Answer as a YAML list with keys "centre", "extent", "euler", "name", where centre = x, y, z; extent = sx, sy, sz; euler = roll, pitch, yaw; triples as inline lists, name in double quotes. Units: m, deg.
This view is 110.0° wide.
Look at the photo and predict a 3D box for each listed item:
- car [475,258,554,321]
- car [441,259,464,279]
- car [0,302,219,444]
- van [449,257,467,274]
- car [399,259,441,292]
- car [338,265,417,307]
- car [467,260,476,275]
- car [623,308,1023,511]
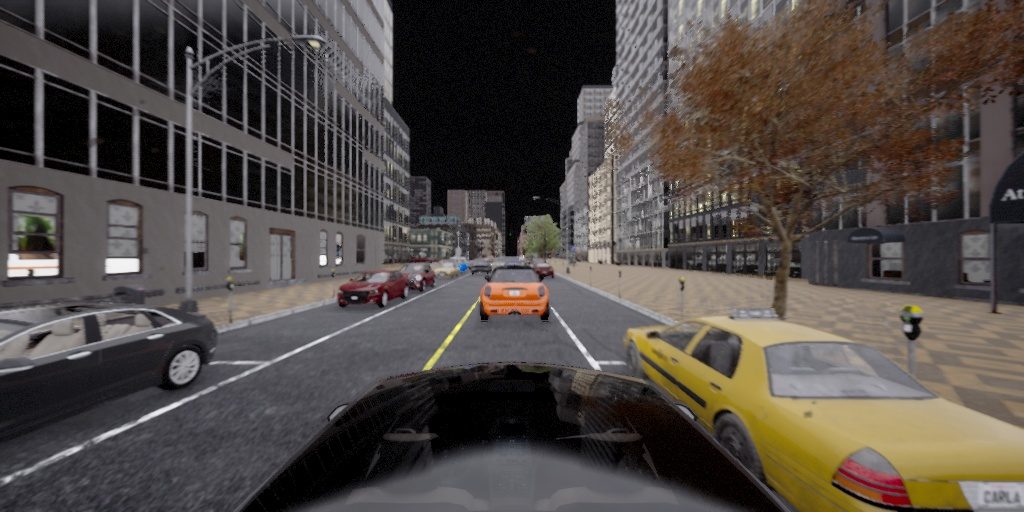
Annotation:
- centre: [0.087, 1.077, 12.471]
  extent: [2.097, 1.767, 4.553]
  euler: [0, 0, 0]
  name: "car"
- centre: [-5.682, 1.203, 31.633]
  extent: [1.751, 1.417, 4.829]
  euler: [0, 0, 0]
  name: "car"
- centre: [-5.688, 1.295, 4.107]
  extent: [2.007, 1.370, 4.403]
  euler: [0, 0, 0]
  name: "car"
- centre: [-5.681, 1.005, 37.343]
  extent: [1.690, 1.789, 3.998]
  euler: [0, 0, 0]
  name: "van"
- centre: [-5.685, 1.144, 20.725]
  extent: [1.967, 1.591, 4.097]
  euler: [0, 0, 0]
  name: "car"
- centre: [-5.686, 1.263, 15.186]
  extent: [1.888, 1.381, 4.507]
  euler: [0, 0, 0]
  name: "car"
- centre: [-3.090, 1.212, 37.166]
  extent: [2.033, 1.411, 5.357]
  euler: [0, 0, 0]
  name: "car"
- centre: [2.692, 1.270, 4.275]
  extent: [1.751, 1.417, 4.829]
  euler: [0, 0, 0]
  name: "car"
